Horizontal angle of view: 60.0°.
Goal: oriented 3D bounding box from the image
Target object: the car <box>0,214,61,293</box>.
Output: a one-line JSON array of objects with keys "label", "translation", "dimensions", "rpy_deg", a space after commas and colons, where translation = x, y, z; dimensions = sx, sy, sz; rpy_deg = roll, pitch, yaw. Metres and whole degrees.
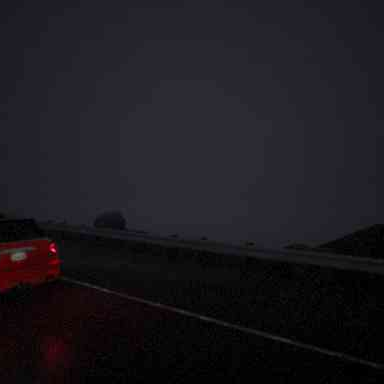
[{"label": "car", "translation": [-5.173, 1.303, 7.964], "dimensions": [4.553, 1.767, 2.097], "rpy_deg": [0, 0, 37]}]
